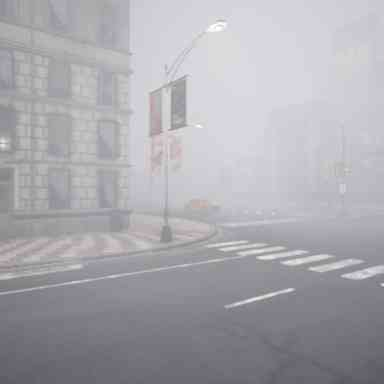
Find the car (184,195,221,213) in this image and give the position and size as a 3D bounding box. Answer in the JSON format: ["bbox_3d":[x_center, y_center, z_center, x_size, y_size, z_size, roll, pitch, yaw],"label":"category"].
[{"bbox_3d":[1.086,1.458,36.648,1.882,1.535,5.008,0,0,-36],"label":"car"}]
